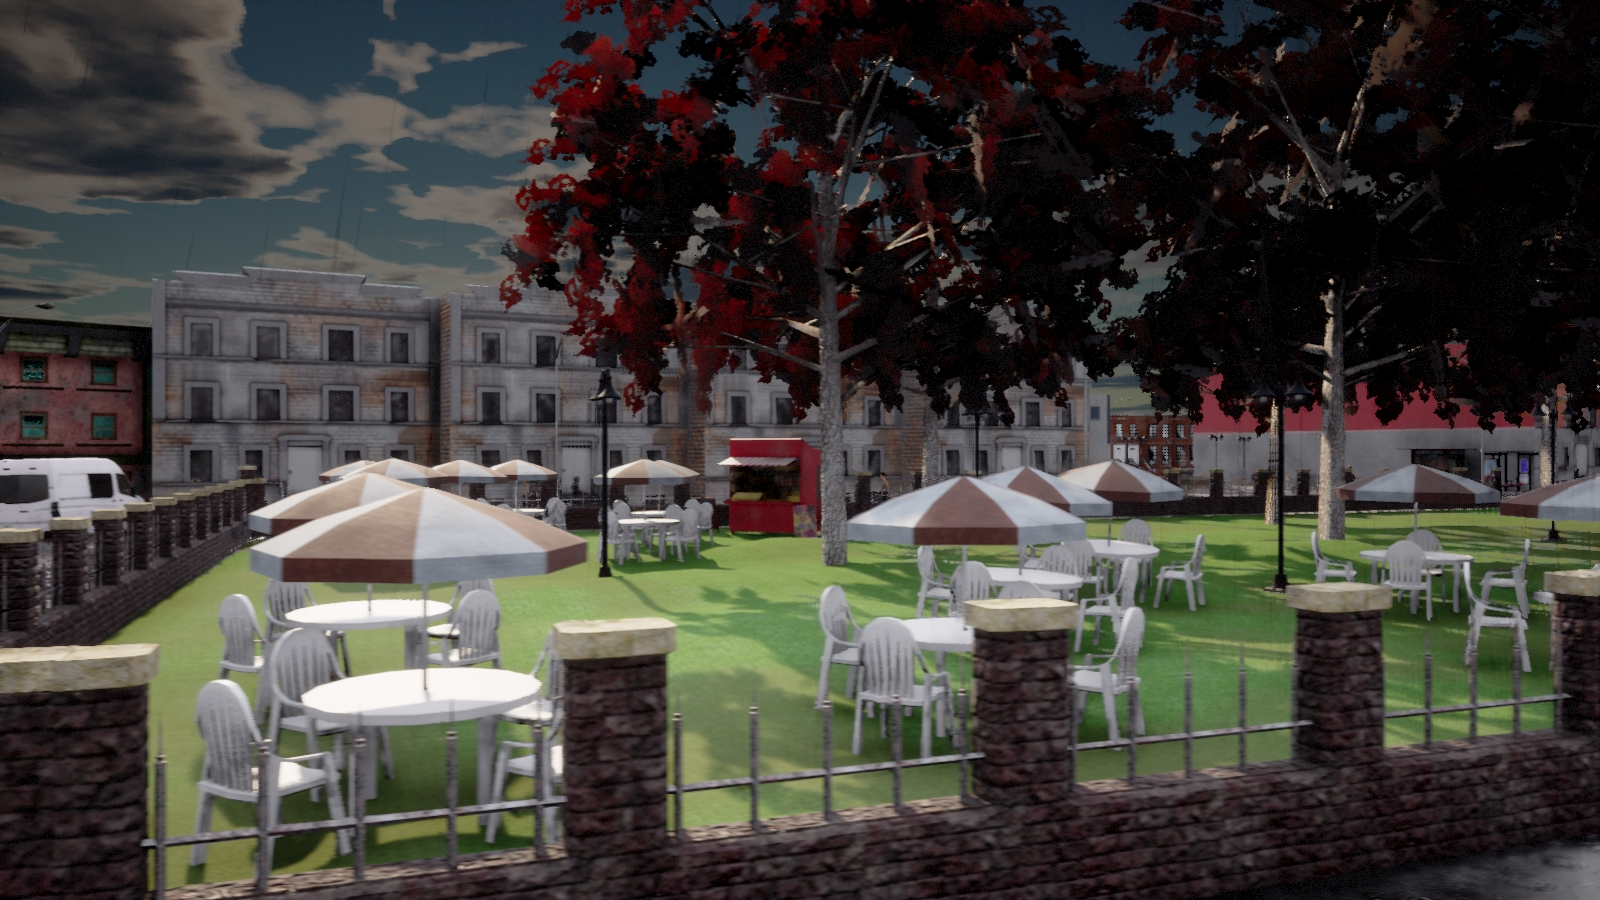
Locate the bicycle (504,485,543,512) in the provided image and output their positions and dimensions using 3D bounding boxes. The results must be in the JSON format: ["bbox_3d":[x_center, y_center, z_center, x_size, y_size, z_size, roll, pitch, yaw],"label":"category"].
[{"bbox_3d":[-11.551,2.036,47.762,1.487,1.080,0.859,0,0,-20],"label":"bicycle"}]

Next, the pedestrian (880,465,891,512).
[{"bbox_3d":[3.372,1.523,45.142,0.375,1.860,0.375,0,0,-8],"label":"pedestrian"}]

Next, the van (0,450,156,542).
[{"bbox_3d":[-22.314,1.316,35.227,1.988,2.561,5.915,-1,0,-5],"label":"van"}]
